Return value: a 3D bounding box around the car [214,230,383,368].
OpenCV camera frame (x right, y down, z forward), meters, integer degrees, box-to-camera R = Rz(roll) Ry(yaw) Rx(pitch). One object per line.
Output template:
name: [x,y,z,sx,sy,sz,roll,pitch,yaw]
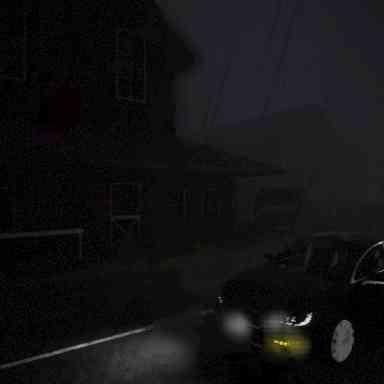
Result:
car: [2.577,1.502,5.852,4.892,1.490,1.837,0,0,-36]
